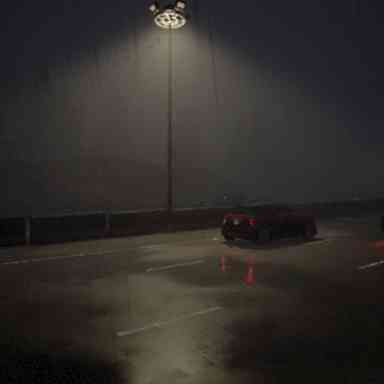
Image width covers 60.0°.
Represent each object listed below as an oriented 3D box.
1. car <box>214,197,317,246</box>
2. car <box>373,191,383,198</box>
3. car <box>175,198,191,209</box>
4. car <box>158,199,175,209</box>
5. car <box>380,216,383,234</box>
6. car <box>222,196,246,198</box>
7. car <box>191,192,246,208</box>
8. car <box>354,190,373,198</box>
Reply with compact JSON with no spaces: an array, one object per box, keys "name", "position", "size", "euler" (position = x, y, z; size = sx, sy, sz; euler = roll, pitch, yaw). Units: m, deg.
[{"name":"car","position":[3.550,1.254,14.941],"size":[4.553,1.767,2.097],"euler":[-1,0,-36]},{"name":"car","position":[35.057,0.358,59.308],"size":[4.902,1.511,2.128],"euler":[-2,1,-36]},{"name":"car","position":[1.114,1.282,34.987],"size":[4.902,1.511,2.128],"euler":[-1,1,-36]},{"name":"car","position":[-1.179,1.347,37.647],"size":[5.357,1.411,2.033],"euler":[-1,1,-36]},{"name":"car","position":[10.848,1.322,15.875],"size":[4.892,1.490,1.837],"euler":[-1,0,-36]},{"name":"car","position":[4.880,1.354,29.074],"size":[4.181,1.385,1.994],"euler":[-1,1,-36]},{"name":"car","position":[2.996,1.012,32.031],"size":[5.566,2.045,2.150],"euler":[-1,1,-36]},{"name":"car","position":[31.882,0.387,61.333],"size":[4.892,1.490,1.837],"euler":[-2,1,-36]}]
